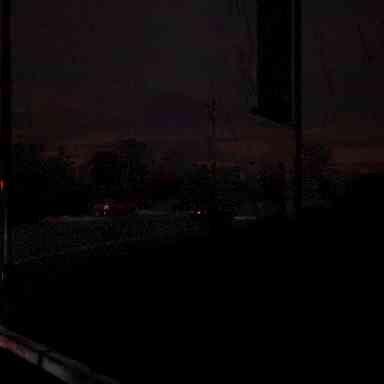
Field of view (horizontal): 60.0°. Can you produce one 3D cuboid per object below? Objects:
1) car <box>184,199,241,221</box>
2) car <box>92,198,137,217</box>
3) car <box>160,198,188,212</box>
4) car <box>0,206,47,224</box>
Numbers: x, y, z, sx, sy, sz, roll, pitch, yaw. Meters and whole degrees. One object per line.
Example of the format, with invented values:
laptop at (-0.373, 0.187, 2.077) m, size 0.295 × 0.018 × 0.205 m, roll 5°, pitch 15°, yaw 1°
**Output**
car at (1.842, 1.585, 26.996) m, size 2.033 × 1.411 × 5.357 m, roll 0°, pitch 0°, yaw 32°
car at (-7.471, 1.418, 32.250) m, size 2.097 × 1.767 × 4.553 m, roll 0°, pitch 0°, yaw 32°
car at (-1.896, 1.546, 41.059) m, size 1.882 × 1.535 × 5.008 m, roll 0°, pitch 0°, yaw 32°
car at (-12.930, 1.666, 23.632) m, size 1.895 × 1.301 × 4.718 m, roll 0°, pitch 0°, yaw 33°
